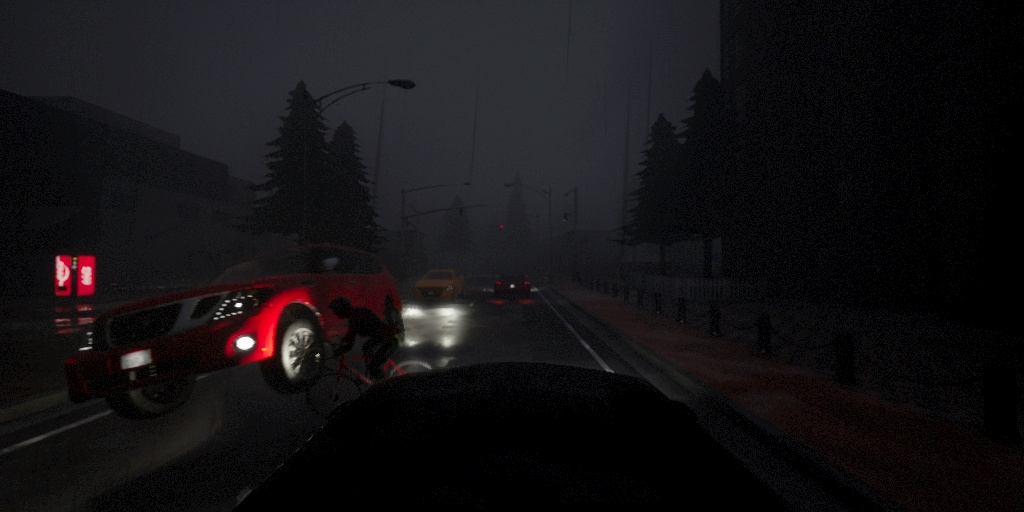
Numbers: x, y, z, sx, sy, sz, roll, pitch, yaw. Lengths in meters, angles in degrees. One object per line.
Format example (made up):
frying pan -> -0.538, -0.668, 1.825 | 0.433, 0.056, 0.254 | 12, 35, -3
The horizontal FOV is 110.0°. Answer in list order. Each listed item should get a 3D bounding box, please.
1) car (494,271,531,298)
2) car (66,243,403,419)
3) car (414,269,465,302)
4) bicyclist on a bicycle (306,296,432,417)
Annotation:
car -> 0.007, 1.539, 20.359 | 1.994, 1.385, 4.181 | 0, -1, 0
car -> -3.751, 0.893, 6.337 | 2.150, 2.045, 5.566 | -13, -4, 0
car -> -3.618, 1.432, 18.533 | 1.882, 1.535, 5.008 | 0, -1, 0
bicyclist on a bicycle -> -1.777, 1.248, 4.394 | 1.656, 1.620, 0.582 | -7, 16, -5
